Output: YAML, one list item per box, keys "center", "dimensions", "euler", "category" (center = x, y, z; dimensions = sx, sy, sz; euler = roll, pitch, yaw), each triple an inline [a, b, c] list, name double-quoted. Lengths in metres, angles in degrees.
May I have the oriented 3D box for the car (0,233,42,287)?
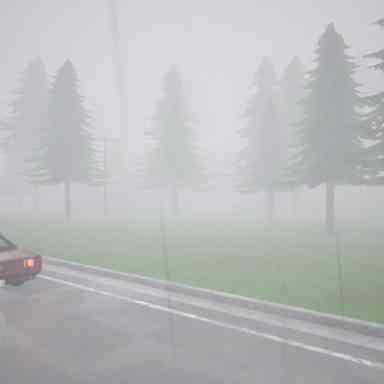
- center: [-5.785, 1.601, 8.108]
  dimensions: [4.718, 1.301, 1.895]
  euler: [0, 0, 35]
  category: "car"
